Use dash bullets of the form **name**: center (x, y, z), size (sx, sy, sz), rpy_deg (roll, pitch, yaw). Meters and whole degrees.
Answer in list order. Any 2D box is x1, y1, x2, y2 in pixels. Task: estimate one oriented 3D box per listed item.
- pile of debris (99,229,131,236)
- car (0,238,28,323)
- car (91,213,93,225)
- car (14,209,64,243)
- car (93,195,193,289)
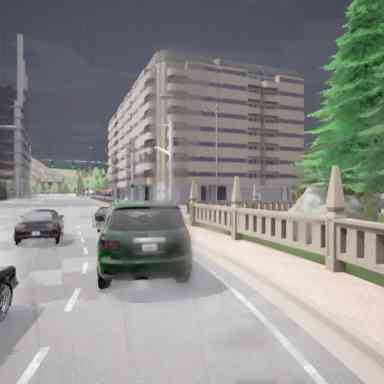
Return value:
- **pile of debris**: center (-4.231, 2.189, 18.138), size (1.500, 0.140, 1.860), rpy_deg (0, 0, -21)
- **car**: center (-3.942, 1.604, 4.132), size (1.895, 1.301, 4.718), rpy_deg (0, 0, -7)
- **car**: center (-4.951, 1.563, 20.052), size (2.033, 1.411, 5.357), rpy_deg (0, 0, -20)
- **car**: center (-7.169, 1.537, 15.841), size (1.812, 1.442, 4.674), rpy_deg (0, 0, -19)
- **car**: center (-1.522, 1.230, 9.462), size (2.150, 2.045, 5.566), rpy_deg (0, 0, -14)
